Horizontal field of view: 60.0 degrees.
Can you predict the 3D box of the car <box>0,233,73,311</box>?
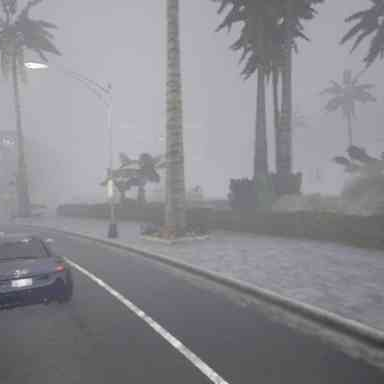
[{"bbox_3d":[-4.185,1.658,7.791,1.994,1.385,4.181,-1,0,-32],"label":"car"}]
